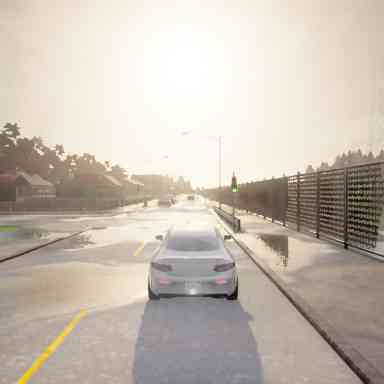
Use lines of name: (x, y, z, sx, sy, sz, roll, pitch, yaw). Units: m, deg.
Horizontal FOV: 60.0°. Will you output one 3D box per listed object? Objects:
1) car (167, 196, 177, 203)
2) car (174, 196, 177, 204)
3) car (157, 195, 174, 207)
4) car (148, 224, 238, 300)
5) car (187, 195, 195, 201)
car: (-4.225, 1.524, 71.625, 1.812, 1.442, 4.674, 0, 0, 0)
car: (-4.257, 1.352, 61.712, 2.097, 1.767, 4.553, 0, 0, 0)
car: (-4.256, 1.478, 51.782, 1.882, 1.535, 5.008, 0, 0, 0)
car: (0.029, 1.526, 8.245, 1.812, 1.442, 4.674, 0, 0, 0)
car: (-0.275, 1.478, 86.366, 1.882, 1.535, 5.008, 0, 0, 0)
